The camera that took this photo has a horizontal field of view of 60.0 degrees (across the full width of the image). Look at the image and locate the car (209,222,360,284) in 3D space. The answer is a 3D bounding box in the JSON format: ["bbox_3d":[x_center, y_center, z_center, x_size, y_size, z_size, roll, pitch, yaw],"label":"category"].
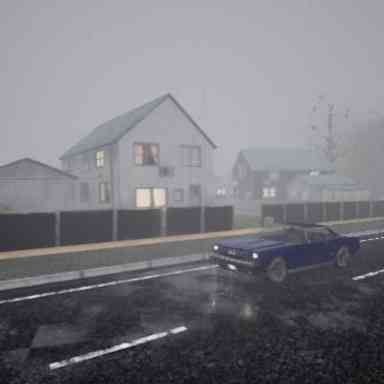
[{"bbox_3d":[2.818,1.584,9.688,4.718,1.301,1.895,0,0,-35],"label":"car"}]
